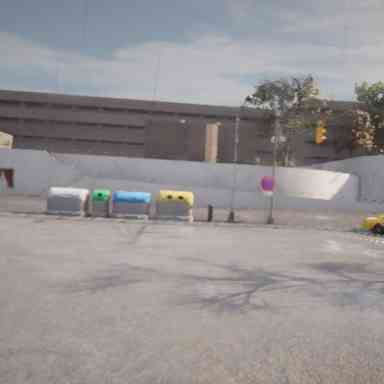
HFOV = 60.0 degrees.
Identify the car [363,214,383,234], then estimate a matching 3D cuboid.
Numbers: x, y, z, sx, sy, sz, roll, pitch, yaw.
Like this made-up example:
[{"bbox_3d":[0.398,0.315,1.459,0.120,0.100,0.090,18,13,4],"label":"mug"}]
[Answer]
[{"bbox_3d":[13.139,1.958,20.154,1.946,1.575,5.366,3,-1,-24],"label":"car"}]
